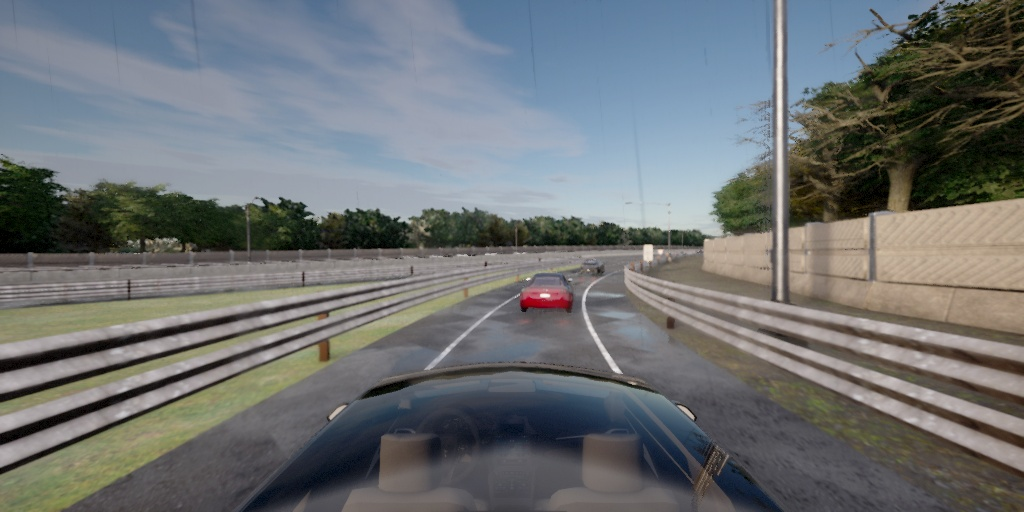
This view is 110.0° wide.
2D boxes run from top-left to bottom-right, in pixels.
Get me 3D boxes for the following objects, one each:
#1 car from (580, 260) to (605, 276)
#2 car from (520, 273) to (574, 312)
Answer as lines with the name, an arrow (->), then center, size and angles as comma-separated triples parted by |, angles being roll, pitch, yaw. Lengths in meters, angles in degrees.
car -> 8.162, 1.114, 36.104 | 2.128, 1.511, 4.902 | 0, 1, 22
car -> 1.535, 1.388, 14.796 | 1.994, 1.385, 4.181 | 0, 0, 10
